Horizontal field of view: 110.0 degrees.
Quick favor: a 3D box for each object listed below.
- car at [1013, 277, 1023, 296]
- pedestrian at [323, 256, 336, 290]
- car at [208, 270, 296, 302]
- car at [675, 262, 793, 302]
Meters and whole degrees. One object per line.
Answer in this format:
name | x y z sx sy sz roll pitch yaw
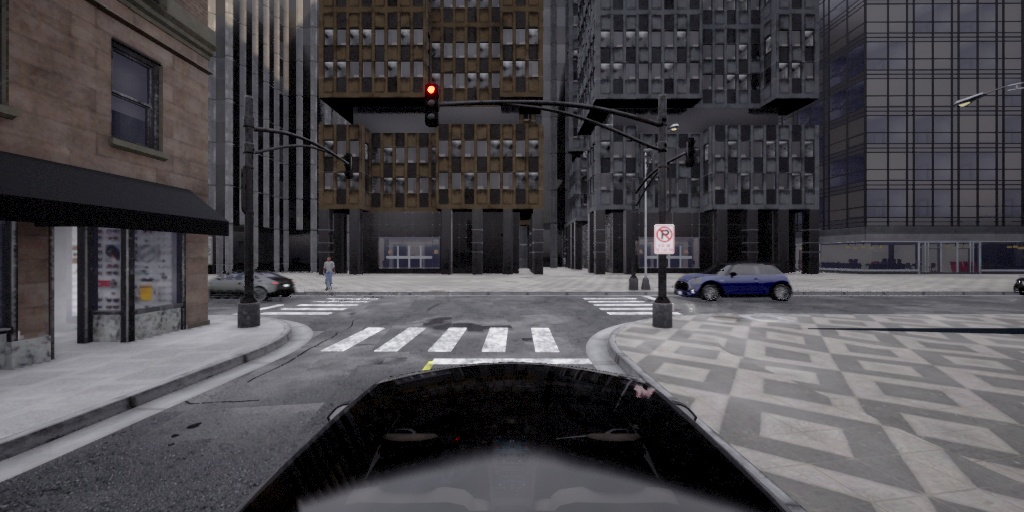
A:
car | 25.943 1.204 16.195 4.902 1.511 2.128 0 0 0
pedestrian | -9.929 0.902 19.476 0.375 1.860 0.375 0 0 0
car | -12.335 1.328 16.457 4.181 1.385 1.994 0 0 0
car | 9.905 1.085 16.306 4.553 1.767 2.097 0 0 0
